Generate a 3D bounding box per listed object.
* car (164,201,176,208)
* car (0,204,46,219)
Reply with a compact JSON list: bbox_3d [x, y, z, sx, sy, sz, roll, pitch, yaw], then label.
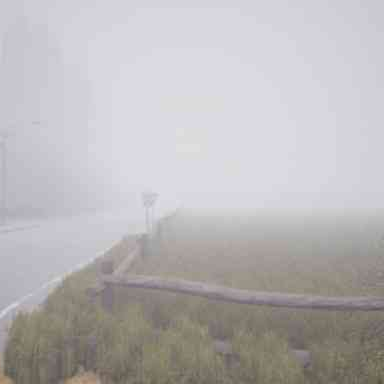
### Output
[{"bbox_3d":[-5.173,2.827,75.147,1.812,1.442,4.674,0,-1,0],"label":"car"},{"bbox_3d":[-17.982,2.018,34.865,5.008,1.535,1.882,1,-1,0],"label":"car"}]
